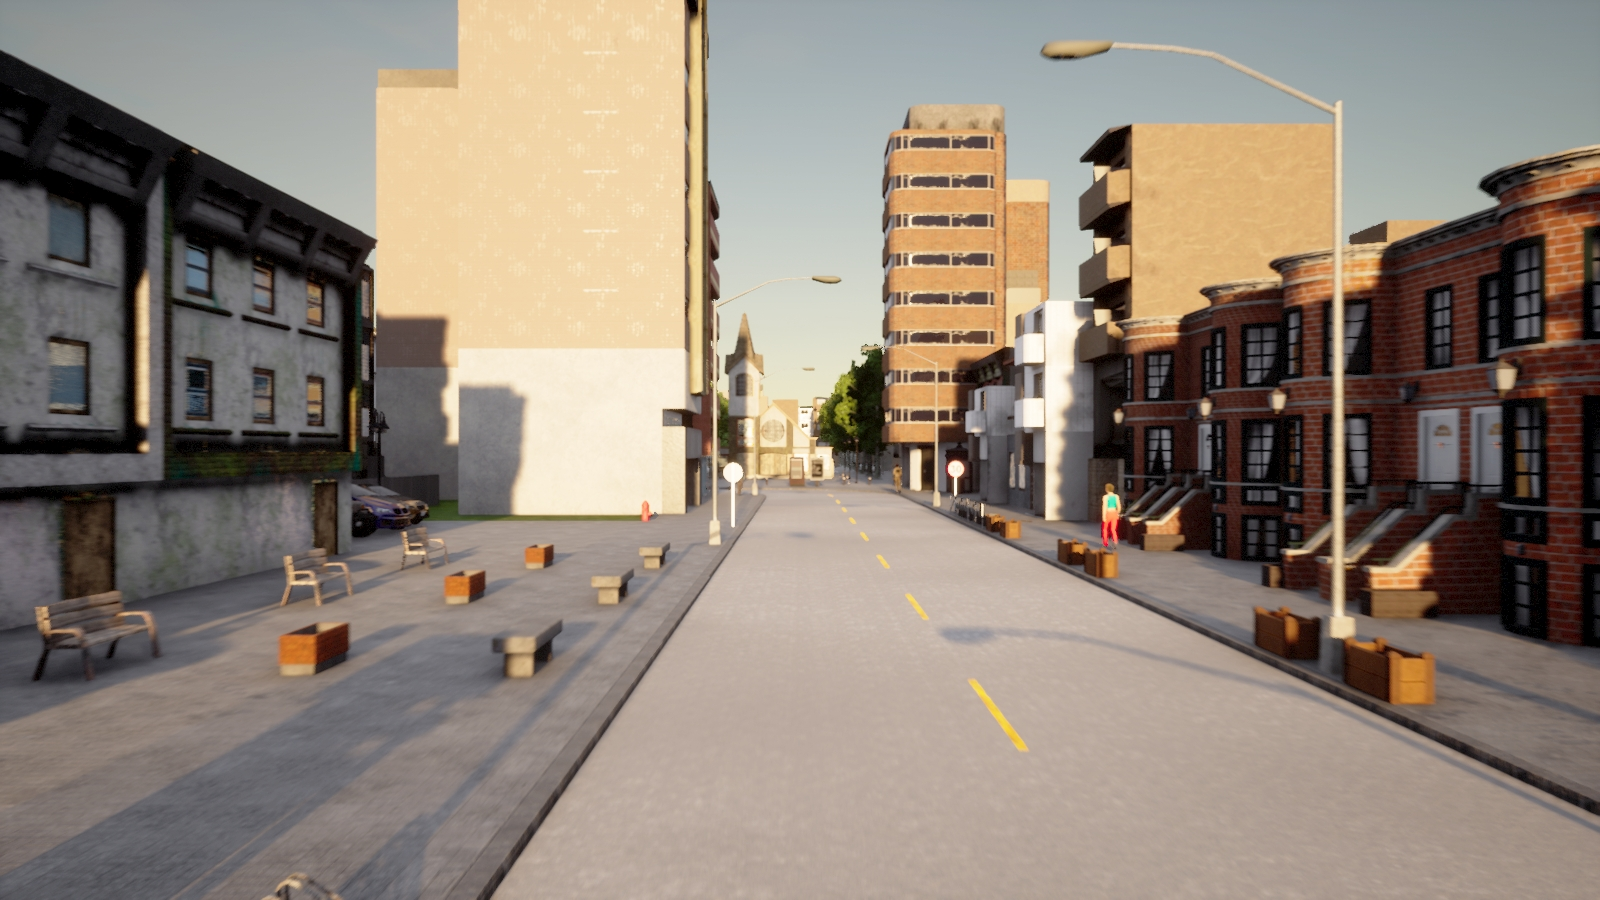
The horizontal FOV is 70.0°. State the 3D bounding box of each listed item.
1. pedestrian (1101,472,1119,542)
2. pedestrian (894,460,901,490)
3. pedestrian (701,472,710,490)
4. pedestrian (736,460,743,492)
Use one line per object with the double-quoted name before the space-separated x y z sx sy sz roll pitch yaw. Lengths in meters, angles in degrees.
"pedestrian" 8.348 1.525 30.753 0.375 1.860 0.375 0 0 -3
"pedestrian" 6.063 1.535 70.817 0.375 1.860 0.375 0 0 -9
"pedestrian" -5.864 1.904 70.933 0.500 1.100 0.500 0 0 3
"pedestrian" -3.547 1.525 66.720 0.375 1.860 0.375 0 0 -9
